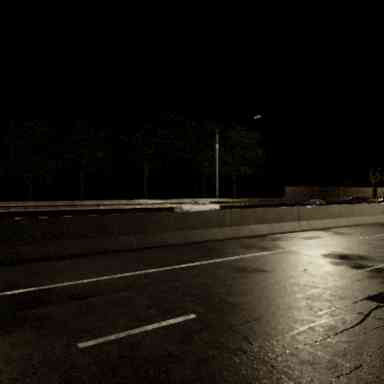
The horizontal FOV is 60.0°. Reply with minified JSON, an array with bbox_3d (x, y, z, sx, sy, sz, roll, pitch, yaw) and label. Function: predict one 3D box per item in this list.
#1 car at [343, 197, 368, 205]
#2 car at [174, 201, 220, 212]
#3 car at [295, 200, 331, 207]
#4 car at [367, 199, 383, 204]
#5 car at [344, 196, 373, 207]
[{"bbox_3d":[19.777,1.515,39.538,4.892,1.490,1.837,1,0,-35],"label":"car"},{"bbox_3d":[0.492,1.597,34.429,4.718,1.301,1.895,0,0,-35],"label":"car"},{"bbox_3d":[14.586,1.605,40.155,4.718,1.301,1.895,0,0,-35],"label":"car"},{"bbox_3d":[21.760,1.515,36.655,4.892,1.490,1.837,1,0,-35],"label":"car"},{"bbox_3d":[26.493,1.504,52.819,5.008,1.535,1.882,-1,0,-35],"label":"car"}]
